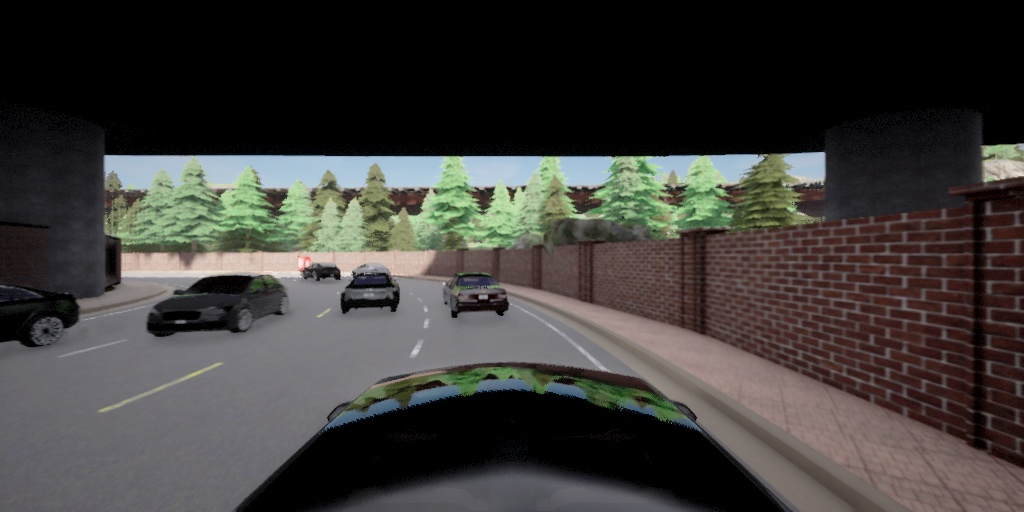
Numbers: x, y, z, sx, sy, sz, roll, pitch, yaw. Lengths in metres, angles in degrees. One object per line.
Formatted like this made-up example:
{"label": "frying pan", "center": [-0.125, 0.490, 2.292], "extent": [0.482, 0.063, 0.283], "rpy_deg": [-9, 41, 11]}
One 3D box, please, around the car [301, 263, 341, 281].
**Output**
{"label": "car", "center": [-16.208, 1.308, 30.374], "extent": [4.892, 1.490, 1.837], "rpy_deg": [0, -1, 42]}

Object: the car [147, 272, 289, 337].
{"label": "car", "center": [-8.243, 1.274, 10.608], "extent": [1.837, 1.490, 4.892], "rpy_deg": [1, 0, -15]}

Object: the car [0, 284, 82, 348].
{"label": "car", "center": [-11.046, 1.258, 6.470], "extent": [2.128, 1.511, 4.902], "rpy_deg": [0, 0, -7]}

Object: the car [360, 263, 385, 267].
{"label": "car", "center": [-12.462, 1.326, 31.639], "extent": [4.674, 1.442, 1.812], "rpy_deg": [0, 0, 45]}

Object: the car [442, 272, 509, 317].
{"label": "car", "center": [-1.526, 1.314, 13.429], "extent": [2.033, 1.411, 5.357], "rpy_deg": [0, 0, -15]}

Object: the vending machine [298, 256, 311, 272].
{"label": "vending machine", "center": [-25.609, 1.025, 44.271], "extent": [0.880, 2.100, 1.100], "rpy_deg": [0, 0, 18]}

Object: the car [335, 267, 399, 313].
{"label": "car", "center": [-5.586, 1.336, 14.399], "extent": [1.994, 1.385, 4.181], "rpy_deg": [0, 0, -18]}
